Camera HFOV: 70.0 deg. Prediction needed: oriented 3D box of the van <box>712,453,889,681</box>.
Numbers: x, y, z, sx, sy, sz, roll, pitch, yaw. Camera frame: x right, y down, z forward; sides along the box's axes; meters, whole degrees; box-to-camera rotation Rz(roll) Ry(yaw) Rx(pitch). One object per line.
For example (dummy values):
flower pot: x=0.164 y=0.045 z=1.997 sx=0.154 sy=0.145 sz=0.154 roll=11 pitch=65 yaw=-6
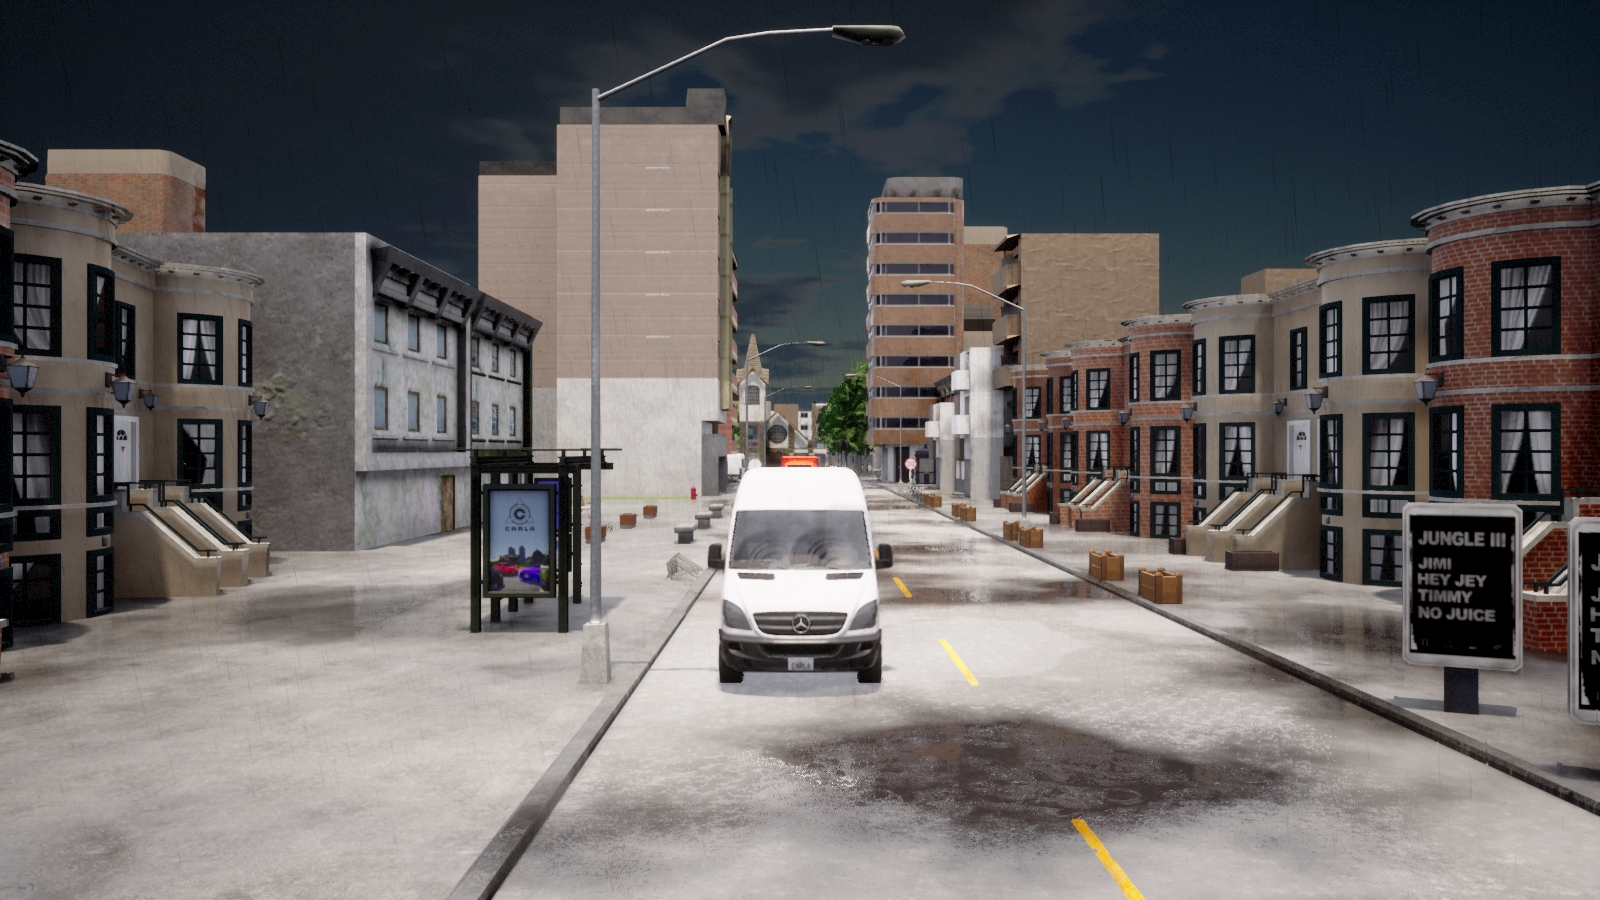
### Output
van: x=0.008 y=1.321 z=15.782 sx=1.988 sy=2.561 sz=5.915 roll=0 pitch=0 yaw=0

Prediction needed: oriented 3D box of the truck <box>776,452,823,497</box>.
truck: x=-0.034 y=1.373 z=66.379 sx=2.627 sy=2.467 sz=5.204 roll=0 pitch=0 yaw=0
